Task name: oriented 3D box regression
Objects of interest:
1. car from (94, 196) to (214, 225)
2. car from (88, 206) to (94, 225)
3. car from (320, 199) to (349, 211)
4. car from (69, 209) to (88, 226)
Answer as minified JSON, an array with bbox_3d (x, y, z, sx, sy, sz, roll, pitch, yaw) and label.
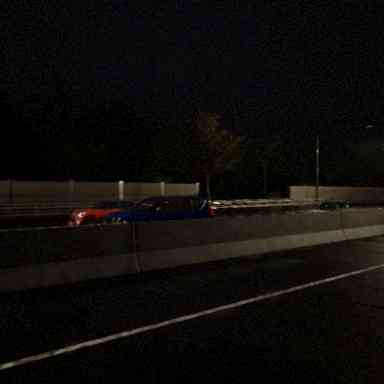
[{"bbox_3d":[-1.442,1.220,15.858,5.566,2.045,2.150,0,0,-35],"label":"car"},{"bbox_3d":[-3.333,1.563,18.807,4.181,1.385,1.994,0,0,-35],"label":"car"},{"bbox_3d":[17.840,1.562,41.594,4.181,1.385,1.994,0,0,-38],"label":"car"},{"bbox_3d":[-5.518,1.351,21.547,4.553,1.767,2.097,0,0,-35],"label":"car"}]
